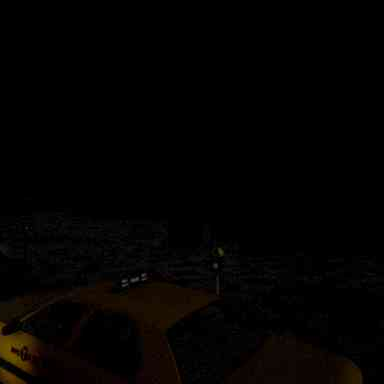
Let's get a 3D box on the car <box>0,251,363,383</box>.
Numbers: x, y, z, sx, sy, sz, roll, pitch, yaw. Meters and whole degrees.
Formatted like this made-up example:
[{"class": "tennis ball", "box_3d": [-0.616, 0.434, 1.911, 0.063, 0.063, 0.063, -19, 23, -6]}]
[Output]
[{"class": "car", "box_3d": [-0.822, 1.525, 3.552, 4.829, 1.417, 1.752, 0, 0, 36]}]
